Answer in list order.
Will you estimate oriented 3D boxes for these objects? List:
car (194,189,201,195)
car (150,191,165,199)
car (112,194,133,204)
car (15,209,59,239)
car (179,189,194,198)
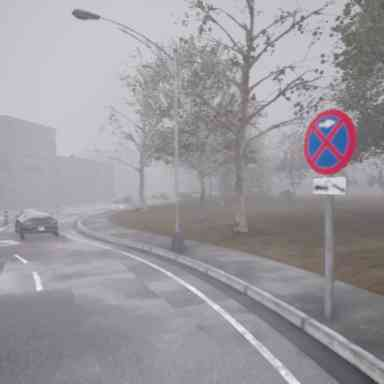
[{"bbox_3d":[1.205,-0.121,86.456,2.097,1.767,4.553,-1,1,16],"label":"car"},{"bbox_3d":[-7.028,0.599,69.269,2.097,1.767,4.553,-1,1,16],"label":"car"},{"bbox_3d":[-11.274,1.176,54.357,1.837,1.490,4.892,-1,1,16],"label":"car"},{"bbox_3d":[-8.594,1.653,18.368,1.812,1.442,4.674,-1,0,-31],"label":"car"},{"bbox_3d":[-1.621,0.440,76.463,1.882,1.535,5.008,-1,1,16],"label":"car"}]
